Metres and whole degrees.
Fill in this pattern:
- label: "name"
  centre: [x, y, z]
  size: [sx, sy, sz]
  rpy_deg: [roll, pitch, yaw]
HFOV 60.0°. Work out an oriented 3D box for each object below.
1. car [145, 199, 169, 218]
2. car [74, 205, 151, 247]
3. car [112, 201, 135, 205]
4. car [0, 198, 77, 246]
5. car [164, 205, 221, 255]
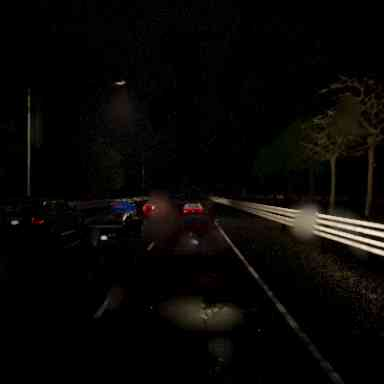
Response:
- label: "car"
  centre: [-3.408, 1.489, 31.725]
  size: [2.097, 1.767, 4.553]
  rpy_deg: [0, 0, 0]
- label: "car"
  centre: [-3.411, 1.563, 15.336]
  size: [2.128, 1.511, 4.902]
  rpy_deg: [0, 0, 0]
- label: "car"
  centre: [-6.906, 1.621, 33.471]
  size: [1.882, 1.535, 5.008]
  rpy_deg: [0, 0, 0]
- label: "car"
  centre: [-6.907, 1.294, 15.686]
  size: [2.150, 2.045, 5.566]
  rpy_deg: [0, 0, 0]
- label: "car"
  centre: [0.087, 1.541, 13.643]
  size: [1.882, 1.535, 5.008]
  rpy_deg: [0, 0, 0]
